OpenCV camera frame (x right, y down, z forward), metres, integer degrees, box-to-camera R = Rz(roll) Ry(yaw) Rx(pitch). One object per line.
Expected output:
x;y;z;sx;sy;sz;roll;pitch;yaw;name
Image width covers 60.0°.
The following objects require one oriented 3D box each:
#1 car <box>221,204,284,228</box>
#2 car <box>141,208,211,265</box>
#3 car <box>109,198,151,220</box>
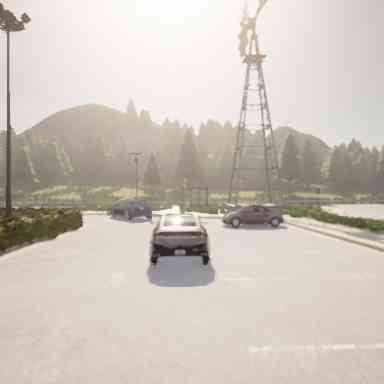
3.890;1.503;21.685;3.905;1.438;1.784;0;0;-3;car
-0.437;1.492;11.742;2.128;1.511;4.902;0;0;-3;car
-5.288;1.373;28.208;2.097;1.767;4.553;0;0;-37;car
